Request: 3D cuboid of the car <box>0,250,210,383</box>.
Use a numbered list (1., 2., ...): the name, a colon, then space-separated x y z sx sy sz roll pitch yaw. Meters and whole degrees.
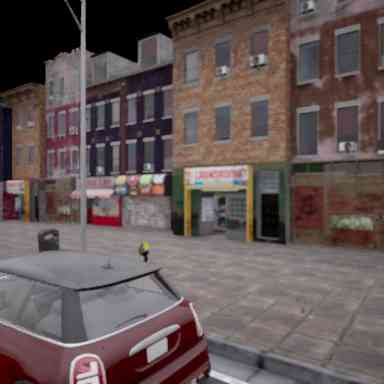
1. car: -1.894 1.475 4.148 4.097 1.590 1.967 -1 0 35
